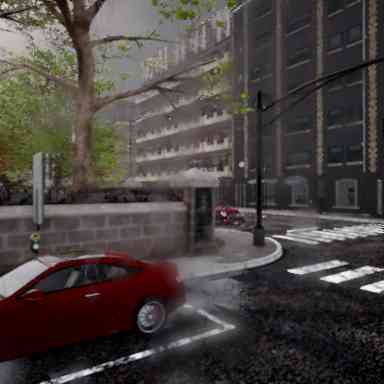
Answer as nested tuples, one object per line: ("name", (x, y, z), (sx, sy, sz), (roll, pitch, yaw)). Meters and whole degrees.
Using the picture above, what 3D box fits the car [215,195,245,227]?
("car", (1.430, 1.242, 20.999), (1.967, 1.590, 4.097), (1, 0, -36))

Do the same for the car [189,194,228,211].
("car", (1.666, 1.028, 34.861), (1.967, 1.590, 4.097), (1, 0, -36))

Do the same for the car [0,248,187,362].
("car", (-2.033, 1.586, 5.113), (4.206, 1.307, 1.802), (0, 0, -36))
